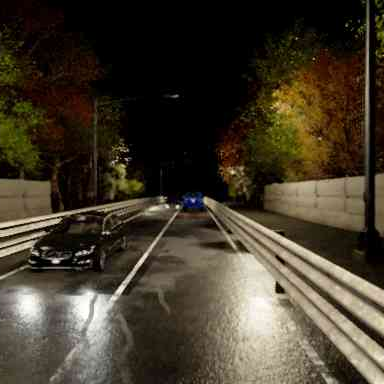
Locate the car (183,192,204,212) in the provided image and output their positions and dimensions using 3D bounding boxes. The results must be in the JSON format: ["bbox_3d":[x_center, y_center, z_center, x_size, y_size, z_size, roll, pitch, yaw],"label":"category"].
[{"bbox_3d":[0.156,1.013,36.207,2.150,2.045,5.566,0,0,0],"label":"car"}]

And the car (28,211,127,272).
[{"bbox_3d":[-3.309,1.425,10.530,1.837,1.490,4.892,0,0,0],"label":"car"}]

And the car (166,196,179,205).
[{"bbox_3d":[-3.077,1.321,54.001,1.882,1.535,5.008,0,0,1],"label":"car"}]
